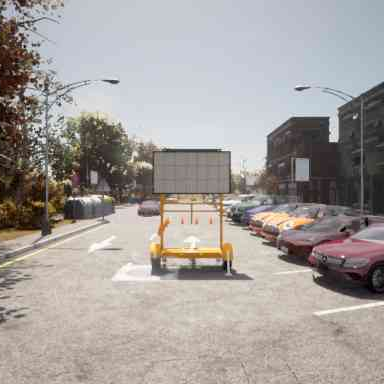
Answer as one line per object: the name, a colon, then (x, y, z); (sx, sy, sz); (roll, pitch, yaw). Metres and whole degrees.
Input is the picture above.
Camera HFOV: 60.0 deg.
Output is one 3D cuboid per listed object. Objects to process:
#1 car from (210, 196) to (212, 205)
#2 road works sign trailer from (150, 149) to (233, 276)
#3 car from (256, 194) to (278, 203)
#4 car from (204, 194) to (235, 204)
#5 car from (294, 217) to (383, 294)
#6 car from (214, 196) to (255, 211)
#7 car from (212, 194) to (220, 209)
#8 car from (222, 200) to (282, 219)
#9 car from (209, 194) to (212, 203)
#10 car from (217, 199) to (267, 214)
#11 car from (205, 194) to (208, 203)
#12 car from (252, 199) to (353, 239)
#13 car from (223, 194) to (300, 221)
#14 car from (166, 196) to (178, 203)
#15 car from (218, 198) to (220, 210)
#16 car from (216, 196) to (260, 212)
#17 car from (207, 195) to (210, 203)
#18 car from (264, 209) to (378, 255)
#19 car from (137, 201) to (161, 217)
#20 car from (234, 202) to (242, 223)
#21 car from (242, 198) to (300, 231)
car: (5.365, 1.600, 44.669); (4.674, 1.452, 2.002); (1, 0, -20)
road works sign trailer: (-0.011, 0.467, 10.358); (2.380, 3.560, 2.880); (0, 0, 0)
car: (18.333, 1.462, 81.718); (2.435, 2.045, 5.566); (0, 0, -21)
car: (5.375, 1.391, 65.719); (5.566, 2.045, 2.435); (1, 0, -20)
car: (5.299, 1.527, 8.641); (4.674, 1.452, 2.002); (1, 0, -20)
car: (5.328, 1.423, 41.661); (4.553, 1.767, 2.185); (1, 0, -20)
car: (5.317, 1.270, 32.646); (5.566, 2.045, 2.435); (1, 0, -20)
car: (5.304, 1.544, 29.644); (4.792, 1.488, 2.163); (1, 0, -20)
car: (5.401, 1.446, 47.678); (4.553, 1.767, 2.185); (1, 0, -20)
car: (5.321, 1.560, 35.645); (4.792, 1.488, 2.163); (1, 0, -20)
car: (5.190, 1.612, 59.625); (5.366, 1.575, 1.946); (1, 0, -20)
car: (5.334, 1.366, 14.653); (4.553, 1.767, 2.185); (1, 0, -20)
car: (5.308, 1.251, 23.629); (5.566, 2.045, 2.435); (1, 0, -20)
car: (-4.014, 1.514, 67.453); (2.097, 1.767, 4.553); (0, 0, 1)
car: (5.151, 1.503, 26.586); (5.366, 1.575, 1.946); (1, 0, -20)
car: (5.322, 1.413, 38.660); (4.553, 1.767, 2.185); (1, 0, -20)
car: (5.362, 1.583, 50.681); (5.008, 1.535, 2.097); (1, -1, -20)
car: (5.271, 1.518, 11.633); (4.792, 1.488, 2.163); (1, 0, -20)
car: (-4.072, 1.561, 32.041); (1.812, 1.442, 4.674); (0, 0, 0)
car: (5.308, 1.538, 20.651); (4.674, 1.452, 2.002); (1, 0, -20)
car: (5.339, 1.369, 17.654); (4.553, 1.767, 2.185); (1, 0, -20)
